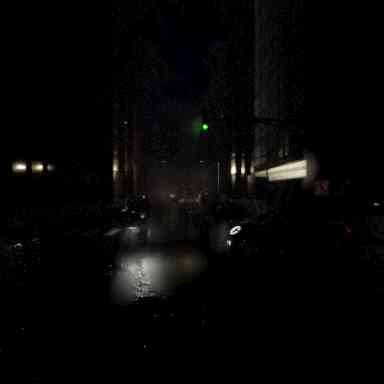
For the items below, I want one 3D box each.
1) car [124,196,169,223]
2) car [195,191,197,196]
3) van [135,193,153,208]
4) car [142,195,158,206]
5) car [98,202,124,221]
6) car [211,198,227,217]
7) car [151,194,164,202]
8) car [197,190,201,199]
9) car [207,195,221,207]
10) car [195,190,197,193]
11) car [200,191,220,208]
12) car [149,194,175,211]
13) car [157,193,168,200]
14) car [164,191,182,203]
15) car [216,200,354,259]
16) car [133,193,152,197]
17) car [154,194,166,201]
[{"bbox_3d":[-3.170,1.308,24.088,2.128,1.511,4.902,0,1,1],"label":"car"},{"bbox_3d":[2.286,0.863,75.813,1.887,1.381,4.507,0,1,0],"label":"car"},{"bbox_3d":[-5.948,0.999,41.880,1.690,1.788,3.998,0,1,0],"label":"van"},{"bbox_3d":[-5.997,1.186,47.526,1.802,1.307,4.206,0,1,0],"label":"car"},{"bbox_3d":[-5.804,1.391,24.950,1.802,1.307,4.206,0,0,0],"label":"car"},{"bbox_3d":[2.721,1.375,25.021,1.947,1.339,4.313,0,1,0],"label":"car"},{"bbox_3d":[-6.094,1.060,58.814,1.947,1.339,4.313,0,1,0],"label":"car"},{"bbox_3d":[2.433,0.809,58.880,2.192,1.841,5.009,0,1,0],"label":"car"},{"bbox_3d":[2.672,1.305,30.664,1.887,1.381,4.507,0,1,0],"label":"car"},{"bbox_3d":[2.236,0.783,81.626,1.752,1.417,4.829,0,1,0],"label":"car"},{"bbox_3d":[2.577,0.973,41.949,2.192,1.841,5.009,0,1,0],"label":"car"},{"bbox_3d":[-3.227,1.259,35.976,2.033,1.411,5.357,0,1,-1],"label":"car"},{"bbox_3d":[-6.190,0.922,70.103,1.887,1.381,4.507,0,1,0],"label":"car"},{"bbox_3d":[-3.335,1.019,55.616,2.128,1.511,4.902,0,0,0],"label":"car"},{"bbox_3d":[3.368,1.356,12.314,4.553,1.767,2.097,1,0,0],"label":"car"},{"bbox_3d":[-5.900,1.149,36.237,1.967,1.590,4.097,0,1,0],"label":"car"},{"bbox_3d":[-6.142,1.002,64.458,1.947,1.339,4.313,0,1,0],"label":"car"}]
